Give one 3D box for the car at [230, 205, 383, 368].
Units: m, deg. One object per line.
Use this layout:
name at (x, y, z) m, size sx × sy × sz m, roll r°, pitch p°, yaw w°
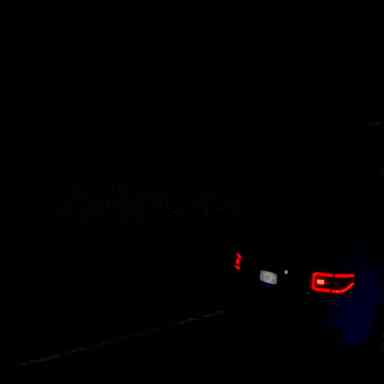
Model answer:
car at (3.209, 1.254, 6.034) m, size 5.566 × 2.045 × 2.150 m, roll 0°, pitch 0°, yaw -36°
